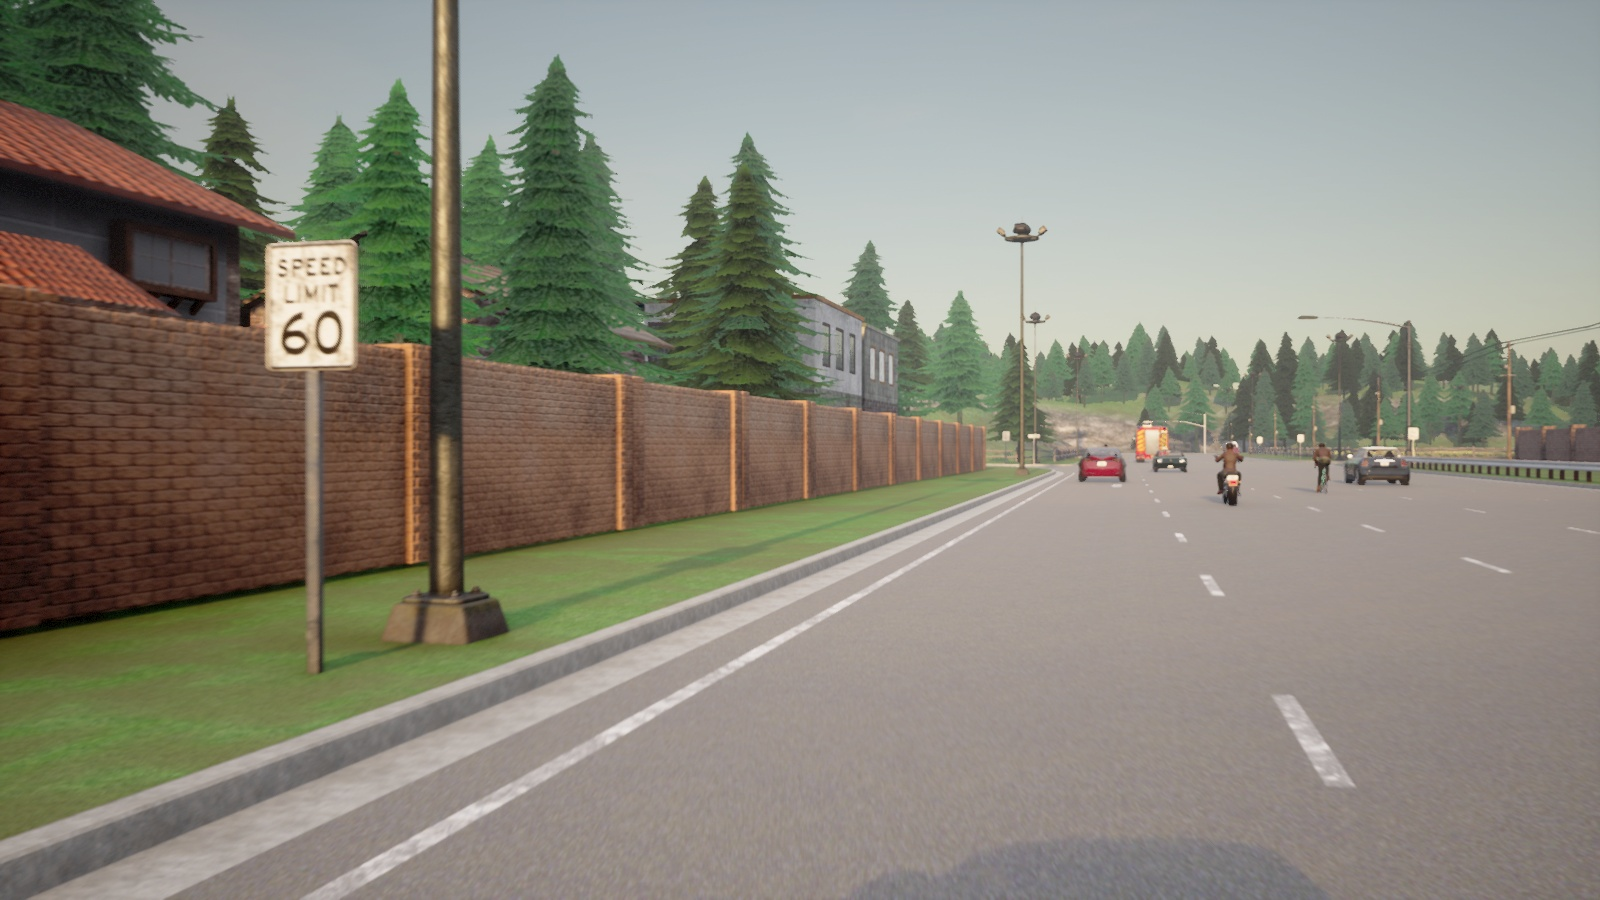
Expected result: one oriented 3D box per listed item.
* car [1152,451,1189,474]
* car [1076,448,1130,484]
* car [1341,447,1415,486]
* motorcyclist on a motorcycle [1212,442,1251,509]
[{"bbox_3d":[21.758,0.701,73.858,1.895,1.301,4.718,0,0,14],"label":"car"},{"bbox_3d":[13.091,0.637,54.176,2.163,1.488,4.792,0,0,14],"label":"car"},{"bbox_3d":[22.739,0.621,49.534,1.970,1.475,3.806,0,0,14],"label":"car"},{"bbox_3d":[11.128,0.635,32.461,0.766,1.649,2.350,0,0,14],"label":"motorcyclist on a motorcycle"}]
